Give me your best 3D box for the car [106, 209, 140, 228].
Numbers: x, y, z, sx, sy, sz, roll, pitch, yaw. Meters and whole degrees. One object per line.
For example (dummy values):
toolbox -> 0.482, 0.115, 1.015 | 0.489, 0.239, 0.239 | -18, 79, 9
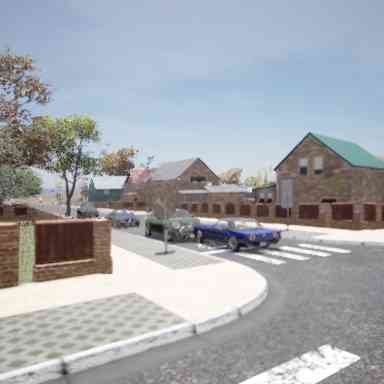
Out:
car -> -5.820, 2.137, 27.725 | 1.994, 1.385, 4.181 | -1, -1, -29

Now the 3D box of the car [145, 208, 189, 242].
car -> -1.021, 1.726, 19.025 | 2.097, 1.767, 4.553 | -1, -1, -29

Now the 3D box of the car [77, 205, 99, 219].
car -> -12.467, 2.333, 39.789 | 1.882, 1.535, 5.008 | -1, 0, -29

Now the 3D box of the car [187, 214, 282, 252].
car -> 1.853, 1.859, 15.474 | 1.895, 1.301, 4.718 | -1, 0, -28
